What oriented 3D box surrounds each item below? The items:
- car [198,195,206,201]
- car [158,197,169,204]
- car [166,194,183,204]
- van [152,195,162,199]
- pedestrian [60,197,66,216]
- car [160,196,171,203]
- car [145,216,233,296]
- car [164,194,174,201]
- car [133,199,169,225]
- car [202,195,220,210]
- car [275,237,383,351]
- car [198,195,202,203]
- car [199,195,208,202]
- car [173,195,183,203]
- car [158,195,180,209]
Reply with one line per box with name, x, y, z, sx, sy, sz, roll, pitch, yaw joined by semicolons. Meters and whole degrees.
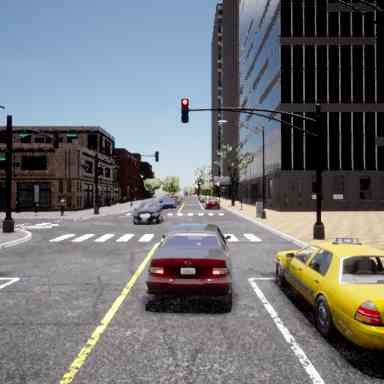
car;2.683;1.580;88.434;1.887;1.381;4.507;1;0;0
car;-5.693;1.607;66.306;1.802;1.307;4.206;1;0;0
car;-3.093;1.377;58.328;2.097;1.767;4.553;0;0;0
van;-5.687;1.362;55.237;1.690;1.788;3.998;1;0;0
pedestrian;-12.551;1.369;32.147;0.375;1.860;0.375;0;0;1
car;-5.694;1.594;71.840;1.947;1.339;4.313;1;0;0
car;0.074;1.550;8.828;2.033;1.411;5.357;0;0;3
car;-5.692;1.348;82.909;2.192;1.841;5.009;1;0;0
car;-3.106;1.500;24.393;2.128;1.511;4.902;0;0;0
car;2.694;1.456;44.155;1.967;1.590;4.097;1;0;0
car;2.837;1.527;6.377;1.752;1.417;4.829;1;0;0
car;2.687;1.553;72.000;1.752;1.417;4.829;1;0;0
car;2.686;1.556;77.534;1.752;1.417;4.829;1;0;0
car;-3.016;1.544;72.789;2.128;1.511;4.902;0;0;0
car;-3.109;1.564;46.225;2.033;1.411;5.357;0;0;0
